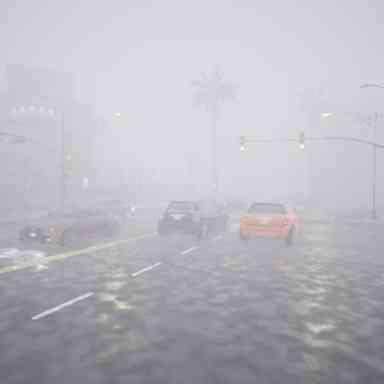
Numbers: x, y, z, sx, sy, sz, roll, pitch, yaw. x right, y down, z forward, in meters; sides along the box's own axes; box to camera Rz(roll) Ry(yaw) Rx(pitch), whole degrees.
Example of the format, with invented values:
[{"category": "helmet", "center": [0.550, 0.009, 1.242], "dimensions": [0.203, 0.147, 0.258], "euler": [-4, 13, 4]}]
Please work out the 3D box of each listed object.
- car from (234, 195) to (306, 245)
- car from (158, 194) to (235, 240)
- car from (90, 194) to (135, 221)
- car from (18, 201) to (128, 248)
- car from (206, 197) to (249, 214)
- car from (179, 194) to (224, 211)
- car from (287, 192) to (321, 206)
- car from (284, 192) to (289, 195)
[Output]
[{"category": "car", "center": [3.672, 1.162, 14.869], "dimensions": [2.097, 1.767, 4.553], "euler": [1, 1, 24]}, {"category": "car", "center": [0.265, 1.105, 15.814], "dimensions": [2.097, 1.767, 4.553], "euler": [1, 1, 24]}, {"category": "car", "center": [-5.444, 1.117, 20.485], "dimensions": [1.837, 1.490, 4.892], "euler": [1, 1, 25]}, {"category": "car", "center": [-4.770, 1.291, 13.491], "dimensions": [1.994, 1.385, 4.181], "euler": [1, 1, 24]}, {"category": "car", "center": [3.344, 1.169, 30.335], "dimensions": [1.895, 1.301, 4.718], "euler": [1, 1, 33]}, {"category": "car", "center": [1.062, 0.989, 33.094], "dimensions": [2.128, 1.511, 4.902], "euler": [1, 1, 35]}, {"category": "car", "center": [14.506, 1.049, 42.187], "dimensions": [4.674, 1.442, 1.812], "euler": [0, 1, -35]}, {"category": "car", "center": [13.587, 0.808, 45.770], "dimensions": [4.553, 1.767, 2.097], "euler": [0, 1, -34]}]
